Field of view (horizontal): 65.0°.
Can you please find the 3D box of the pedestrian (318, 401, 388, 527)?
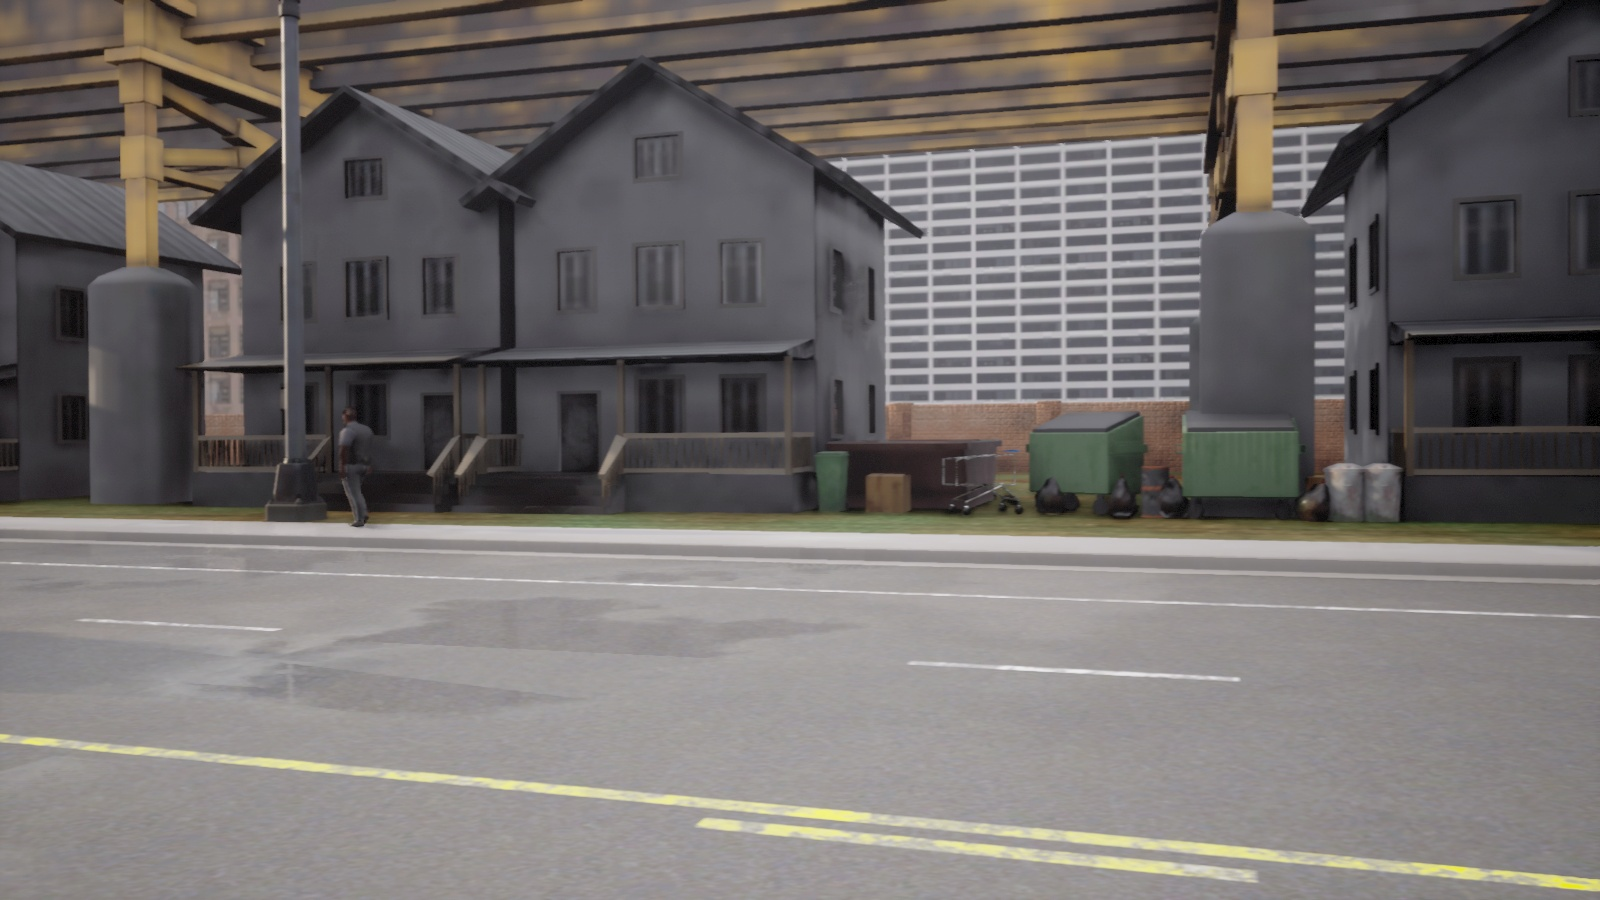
[{"bbox_3d":[-6.818,0.207,19.170,0.849,1.883,0.563,0,1,28],"label":"pedestrian"}]
